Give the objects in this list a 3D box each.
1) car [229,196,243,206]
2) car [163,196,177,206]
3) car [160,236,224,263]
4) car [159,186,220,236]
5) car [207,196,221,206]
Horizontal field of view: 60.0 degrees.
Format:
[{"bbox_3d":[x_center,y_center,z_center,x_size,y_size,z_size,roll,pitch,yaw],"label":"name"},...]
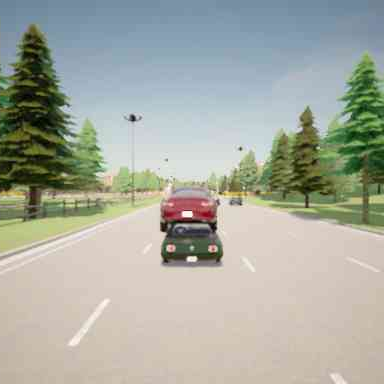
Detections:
[{"bbox_3d":[6.981,1.392,53.293,2.128,1.511,4.902,0,0,0],"label":"car"},{"bbox_3d":[-3.519,1.377,53.290,1.882,1.535,5.008,0,0,0],"label":"car"},{"bbox_3d":[-0.002,1.640,11.873,1.895,1.301,4.718,0,1,0],"label":"car"},{"bbox_3d":[-0.038,0.539,11.932,1.812,1.442,4.674,0,-1,3],"label":"car"},{"bbox_3d":[3.481,1.426,53.292,1.812,1.442,4.674,0,0,0],"label":"car"}]
